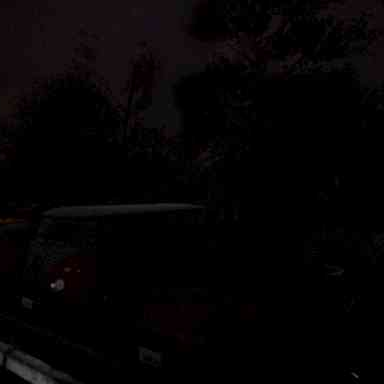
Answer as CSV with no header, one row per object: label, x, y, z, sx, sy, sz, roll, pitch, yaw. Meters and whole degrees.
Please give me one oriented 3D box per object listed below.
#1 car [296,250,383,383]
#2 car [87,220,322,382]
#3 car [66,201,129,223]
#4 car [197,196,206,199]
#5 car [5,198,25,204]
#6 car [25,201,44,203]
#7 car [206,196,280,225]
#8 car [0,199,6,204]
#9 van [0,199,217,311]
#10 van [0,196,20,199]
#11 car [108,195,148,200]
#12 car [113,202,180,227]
car,3.181,1.501,4.209,2.163,1.488,4.792,0,0,35
car,0.885,1.512,5.817,2.163,1.488,4.792,0,0,35
car,-7.784,1.606,27.916,2.163,1.488,4.792,0,0,35
car,1.308,1.265,21.484,2.435,2.045,5.566,0,0,35
car,-14.753,1.632,32.531,1.946,1.575,5.366,0,0,35
car,-12.367,1.615,31.081,2.097,1.535,5.008,0,0,35
car,3.489,1.255,19.958,2.435,2.045,5.566,0,0,35
car,-16.930,1.694,34.278,2.002,1.452,4.674,0,0,35
van,-1.463,1.267,7.352,1.878,1.987,4.442,0,0,35
van,-21.427,1.467,37.574,1.878,1.987,4.442,-1,0,35
car,-5.538,1.307,26.275,2.435,2.045,5.566,0,0,35
car,-3.240,1.543,24.695,2.097,1.535,5.008,0,0,35
